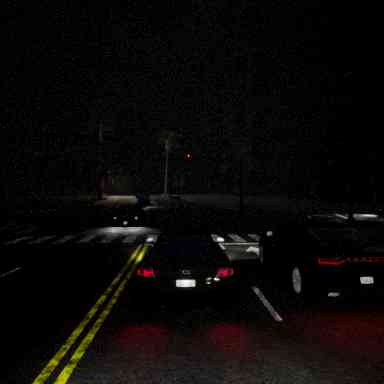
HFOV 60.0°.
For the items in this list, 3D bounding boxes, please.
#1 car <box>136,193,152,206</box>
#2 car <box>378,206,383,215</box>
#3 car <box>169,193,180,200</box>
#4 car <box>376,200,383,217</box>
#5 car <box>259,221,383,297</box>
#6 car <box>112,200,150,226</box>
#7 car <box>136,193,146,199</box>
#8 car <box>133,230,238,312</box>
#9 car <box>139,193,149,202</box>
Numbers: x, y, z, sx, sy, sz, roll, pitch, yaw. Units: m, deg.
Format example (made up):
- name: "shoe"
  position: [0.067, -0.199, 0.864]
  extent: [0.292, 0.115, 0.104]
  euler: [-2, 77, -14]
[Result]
- name: "car"
  position: [-6.853, 1.214, 47.619]
  extent: [1.882, 1.535, 5.008]
  euler: [0, 1, -8]
- name: "car"
  position: [18.305, 1.418, 26.938]
  extent: [5.008, 1.535, 1.882]
  euler: [0, 0, 12]
- name: "car"
  position: [-3.757, 0.953, 70.413]
  extent: [2.128, 1.511, 4.902]
  euler: [0, 1, -11]
- name: "car"
  position: [19.252, 1.490, 30.061]
  extent: [4.181, 1.385, 1.994]
  euler: [0, 0, 13]
- name: "car"
  position: [3.117, 1.476, 8.613]
  extent: [1.882, 1.535, 5.008]
  euler: [0, 0, -3]
- name: "car"
  position: [-4.346, 1.523, 23.437]
  extent: [2.033, 1.411, 5.357]
  euler: [0, 0, -4]
- name: "car"
  position: [-12.187, 0.887, 79.003]
  extent: [1.994, 1.385, 4.181]
  euler: [0, 1, -12]
- name: "car"
  position: [-0.158, 1.563, 7.812]
  extent: [1.994, 1.385, 4.181]
  euler: [0, 0, -1]
- name: "car"
  position: [-9.275, 1.040, 63.796]
  extent: [1.837, 1.490, 4.892]
  euler: [0, 0, -9]
